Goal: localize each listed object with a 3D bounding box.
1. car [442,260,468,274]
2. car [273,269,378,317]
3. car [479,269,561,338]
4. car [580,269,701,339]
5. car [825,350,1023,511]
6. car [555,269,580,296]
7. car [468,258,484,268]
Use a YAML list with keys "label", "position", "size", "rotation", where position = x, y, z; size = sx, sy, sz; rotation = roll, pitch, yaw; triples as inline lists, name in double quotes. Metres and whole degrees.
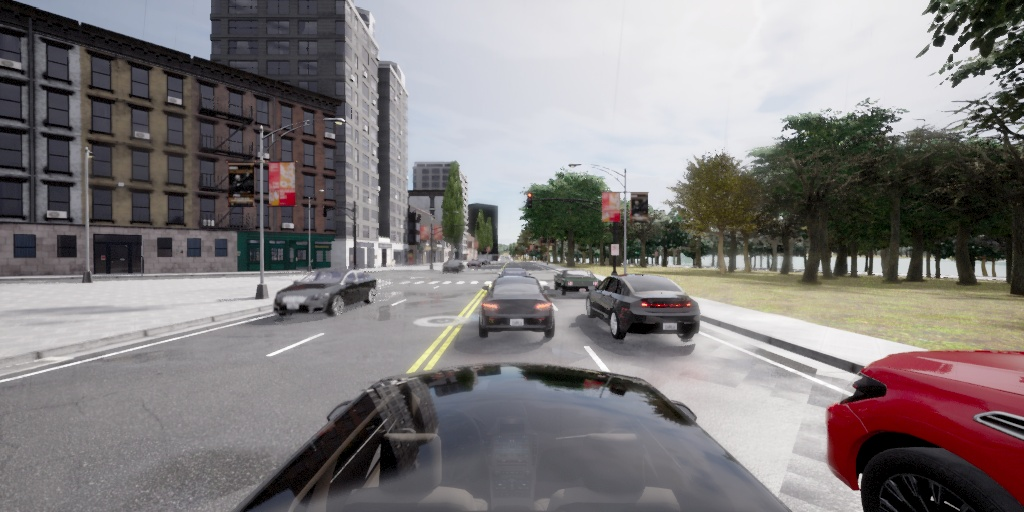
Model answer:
- label: "car"
  position: [-6.495, 1.169, 40.061]
  size: [1.882, 1.535, 5.008]
  rotation: [1, 0, 0]
- label: "car"
  position: [-6.575, 1.239, 13.214]
  size: [2.128, 1.511, 4.902]
  rotation: [0, 0, 0]
- label: "car"
  position: [0.121, 1.274, 10.091]
  size: [1.812, 1.442, 4.674]
  rotation: [0, 0, 0]
- label: "car"
  position: [3.367, 1.253, 10.052]
  size: [1.837, 1.490, 4.892]
  rotation: [0, 0, 0]
- label: "car"
  position: [3.347, 0.972, 0.189]
  size: [2.150, 2.045, 5.566]
  rotation: [0, 0, 0]
- label: "car"
  position: [3.389, 1.347, 19.365]
  size: [1.895, 1.301, 4.718]
  rotation: [0, 0, 0]
- label: "car"
  position: [-6.442, 1.297, 61.538]
  size: [1.994, 1.385, 4.181]
  rotation: [0, 0, 0]
